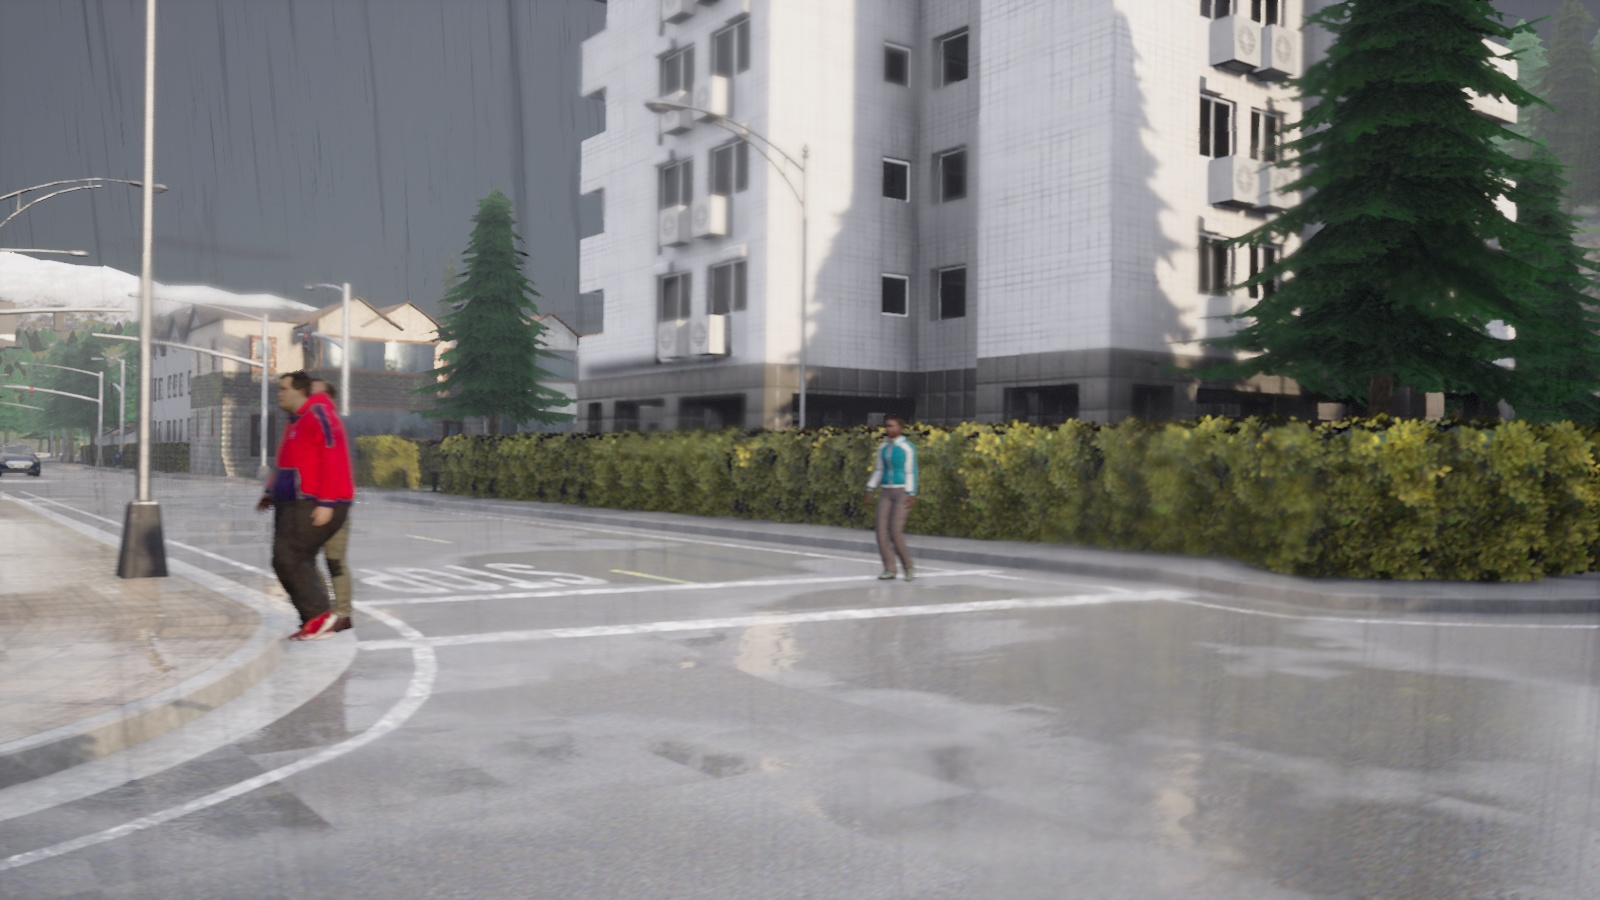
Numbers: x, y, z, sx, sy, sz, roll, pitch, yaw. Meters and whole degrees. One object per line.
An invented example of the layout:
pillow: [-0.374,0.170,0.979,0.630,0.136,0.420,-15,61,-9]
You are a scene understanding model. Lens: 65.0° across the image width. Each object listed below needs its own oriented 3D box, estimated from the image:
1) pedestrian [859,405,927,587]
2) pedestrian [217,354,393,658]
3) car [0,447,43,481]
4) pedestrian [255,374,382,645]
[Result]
pedestrian: [1.021,0.491,13.688,0.396,1.930,0.692,0,-1,40]
pedestrian: [-3.208,0.342,8.142,0.899,1.844,0.634,1,-1,-39]
car: [-40.225,0.696,64.362,2.033,1.649,4.856,1,-1,-36]
pedestrian: [-3.422,0.410,8.949,0.402,1.842,0.726,0,-1,36]
